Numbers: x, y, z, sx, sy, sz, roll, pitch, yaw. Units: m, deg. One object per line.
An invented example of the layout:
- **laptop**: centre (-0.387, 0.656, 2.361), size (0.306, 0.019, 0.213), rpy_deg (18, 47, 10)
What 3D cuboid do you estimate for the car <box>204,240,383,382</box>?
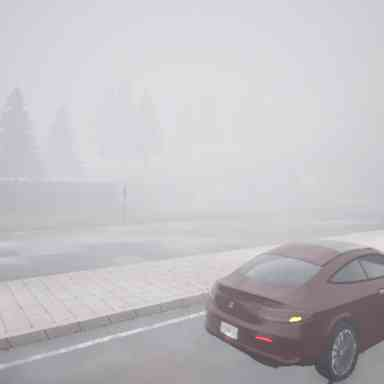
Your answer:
- **car**: centre (2.322, 1.526, 5.404), size (4.674, 1.442, 1.812), rpy_deg (0, 0, -36)
